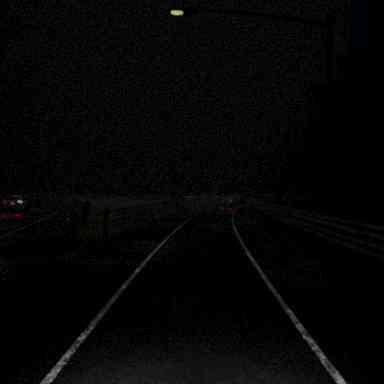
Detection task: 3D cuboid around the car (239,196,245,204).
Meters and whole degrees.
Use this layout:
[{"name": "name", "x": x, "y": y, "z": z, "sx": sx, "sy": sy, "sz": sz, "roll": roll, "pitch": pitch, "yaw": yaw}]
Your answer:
[{"name": "car", "x": 8.535, "y": 1.454, "z": 61.452, "sx": 1.882, "sy": 1.535, "sz": 5.008, "roll": 1, "pitch": 1, "yaw": 21}]

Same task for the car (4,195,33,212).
[{"name": "car", "x": -22.461, "y": 1.469, "z": 42.711, "sx": 2.150, "sy": 2.045, "sz": 5.566, "roll": 0, "pitch": -2, "yaw": -17}]

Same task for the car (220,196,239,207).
[{"name": "car", "x": 5.641, "y": 1.511, "z": 51.695, "sx": 1.812, "sy": 1.442, "sz": 4.674, "roll": 1, "pitch": 0, "yaw": 16}]

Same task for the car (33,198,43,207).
[{"name": "car", "x": -27.631, "y": 1.899, "z": 58.852, "sx": 1.837, "sy": 1.490, "sz": 4.892, "roll": 0, "pitch": -1, "yaw": -18}]

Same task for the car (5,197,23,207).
[{"name": "car", "x": -31.071, "y": 1.732, "z": 58.123, "sx": 2.097, "sy": 1.767, "sz": 4.553, "roll": 0, "pitch": -1, "yaw": -18}]
